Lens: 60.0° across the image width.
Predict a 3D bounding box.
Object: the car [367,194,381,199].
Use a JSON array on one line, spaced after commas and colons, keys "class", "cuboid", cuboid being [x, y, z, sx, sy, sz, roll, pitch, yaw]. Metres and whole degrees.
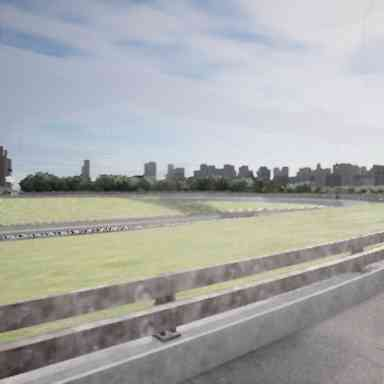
[{"class": "car", "cuboid": [42.110, 1.172, 76.075, 2.033, 1.411, 5.357, -1, 0, 2]}]
